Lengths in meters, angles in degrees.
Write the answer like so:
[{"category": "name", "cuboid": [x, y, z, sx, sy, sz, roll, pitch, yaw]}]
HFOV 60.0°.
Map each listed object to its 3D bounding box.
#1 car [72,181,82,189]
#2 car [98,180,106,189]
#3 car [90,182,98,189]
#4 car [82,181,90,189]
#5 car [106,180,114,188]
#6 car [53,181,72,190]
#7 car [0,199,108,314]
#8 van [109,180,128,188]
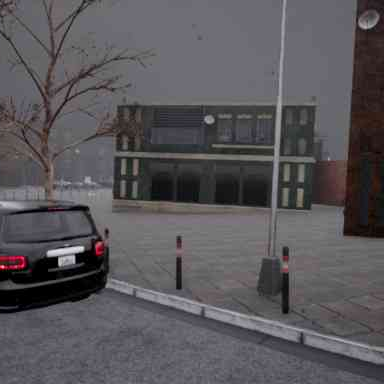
[{"category": "car", "cuboid": [-25.578, -1.375, 67.585, 5.008, 1.535, 2.097, 3, 2, 20]}, {"category": "car", "cuboid": [-22.757, -1.588, 75.362, 4.892, 1.521, 2.231, 3, 3, 20]}, {"category": "car", "cuboid": [-23.659, -1.639, 72.748, 4.553, 1.767, 2.185, 3, 3, 20]}, {"category": "car", "cuboid": [-24.633, -1.405, 70.174, 4.674, 1.452, 2.002, 3, 3, 20]}, {"category": "car", "cuboid": [-20.886, -1.995, 80.539, 5.566, 2.045, 2.435, 3, 3, 20]}, {"category": "car", "cuboid": [-26.481, -1.432, 64.971, 4.553, 1.767, 2.185, 3, 2, 20]}, {"category": "car", "cuboid": [-4.127, 1.156, 7.048, 5.566, 2.045, 2.150, 1, 1, 38]}, {"category": "van", "cuboid": [-18.870, -2.116, 85.673, 4.442, 1.987, 1.878, 3, 3, 20]}]
